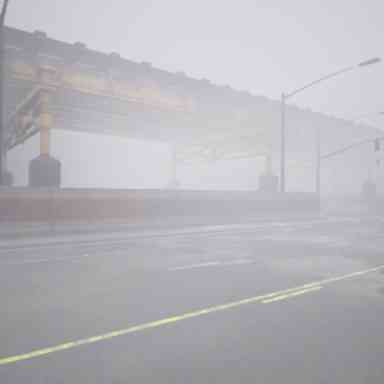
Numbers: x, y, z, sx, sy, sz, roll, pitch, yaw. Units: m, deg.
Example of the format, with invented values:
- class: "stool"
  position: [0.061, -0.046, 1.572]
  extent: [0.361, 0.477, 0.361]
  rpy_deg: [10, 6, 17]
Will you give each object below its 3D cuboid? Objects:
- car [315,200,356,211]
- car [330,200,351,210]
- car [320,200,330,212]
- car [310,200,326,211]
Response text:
- class: "car"
  position: [20.479, 1.935, 47.609]
  extent: [4.974, 1.542, 2.038]
  rpy_deg: [1, 0, -7]
- class: "car"
  position: [20.429, 1.777, 47.604]
  extent: [4.536, 1.218, 1.853]
  rpy_deg: [1, 0, -7]
- class: "car"
  position: [16.567, 1.877, 43.851]
  extent: [2.038, 1.542, 4.974]
  rpy_deg: [0, 0, 18]
- class: "car"
  position: [16.584, 1.720, 43.902]
  extent: [1.853, 1.218, 4.536]
  rpy_deg: [0, 0, 18]
